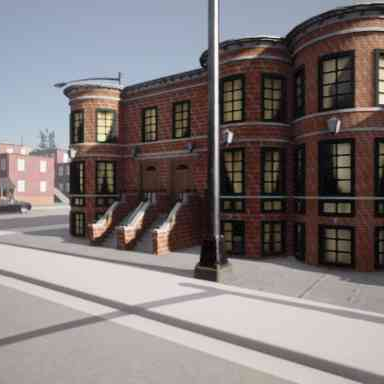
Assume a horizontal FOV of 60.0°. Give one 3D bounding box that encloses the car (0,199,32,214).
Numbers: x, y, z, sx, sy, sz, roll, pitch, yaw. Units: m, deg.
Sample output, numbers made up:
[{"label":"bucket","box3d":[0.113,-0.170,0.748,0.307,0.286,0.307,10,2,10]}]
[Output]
[{"label":"car","box3d":[-18.781,1.514,33.586,2.128,1.511,4.902,0,0,36]}]
